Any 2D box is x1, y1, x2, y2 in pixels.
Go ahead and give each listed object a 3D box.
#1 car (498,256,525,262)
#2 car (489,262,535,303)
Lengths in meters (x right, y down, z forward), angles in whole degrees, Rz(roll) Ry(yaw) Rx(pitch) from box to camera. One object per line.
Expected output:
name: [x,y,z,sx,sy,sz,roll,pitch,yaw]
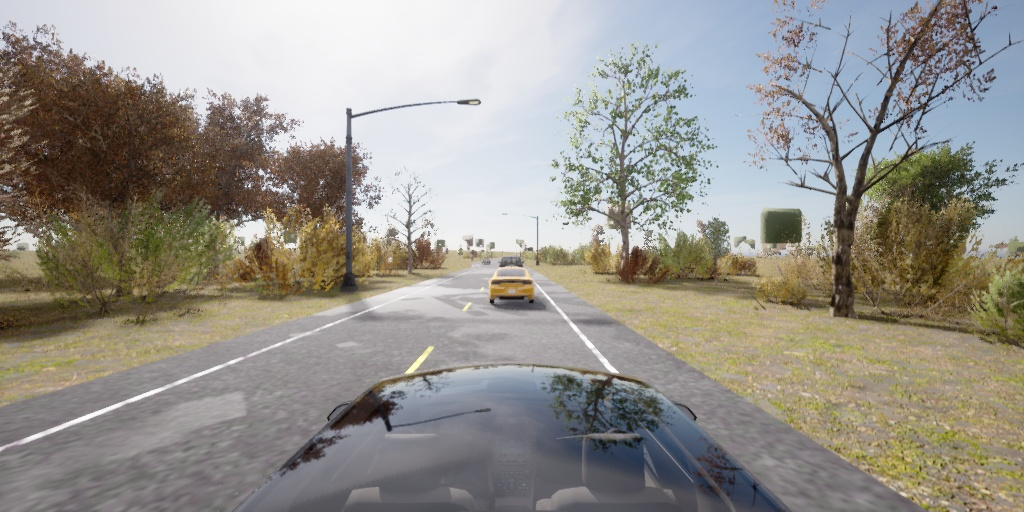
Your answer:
car: [-0.078,1.006,31.539,2.150,2.045,5.566,0,0,0]
car: [-0.017,1.233,16.505,1.882,1.535,5.008,0,0,0]
